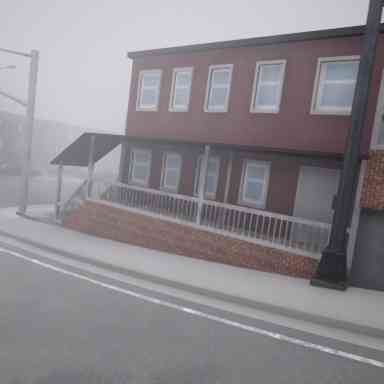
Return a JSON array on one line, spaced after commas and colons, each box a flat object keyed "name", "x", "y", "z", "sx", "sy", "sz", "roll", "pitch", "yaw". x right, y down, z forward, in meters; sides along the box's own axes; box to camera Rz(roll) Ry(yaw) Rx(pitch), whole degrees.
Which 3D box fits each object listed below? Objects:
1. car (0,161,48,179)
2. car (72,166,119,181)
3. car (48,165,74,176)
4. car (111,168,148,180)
[{"name": "car", "x": -17.484, "y": -2.153, "z": 32.495, "sx": 2.033, "sy": 1.411, "sz": 5.357, "roll": 11, "pitch": 6, "yaw": 37}, {"name": "car", "x": -11.405, "y": -2.146, "z": 40.939, "sx": 2.033, "sy": 1.411, "sz": 5.357, "roll": 11, "pitch": 6, "yaw": 36}, {"name": "car", "x": -15.526, "y": -2.725, "z": 41.123, "sx": 1.837, "sy": 1.490, "sz": 4.892, "roll": 11, "pitch": 6, "yaw": 35}, {"name": "car", "x": -9.249, "y": -2.673, "z": 49.842, "sx": 2.033, "sy": 1.411, "sz": 5.357, "roll": 11, "pitch": 6, "yaw": 36}]
